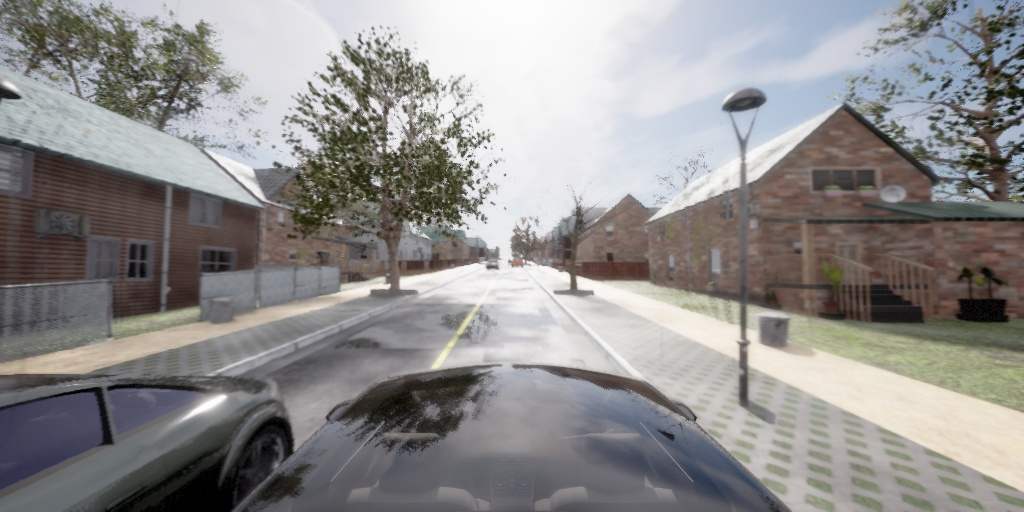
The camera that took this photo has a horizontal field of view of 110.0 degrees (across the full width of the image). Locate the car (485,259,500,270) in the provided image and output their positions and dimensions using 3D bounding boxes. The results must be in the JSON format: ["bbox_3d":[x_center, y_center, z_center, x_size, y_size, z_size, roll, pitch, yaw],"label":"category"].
[{"bbox_3d":[-2.794,1.267,52.784,1.837,1.490,4.892,0,0,0],"label":"car"}]

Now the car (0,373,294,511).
[{"bbox_3d":[-2.849,1.312,1.340,1.994,1.385,4.181,0,0,0],"label":"car"}]

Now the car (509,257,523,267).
[{"bbox_3d":[0.939,1.062,64.941,2.097,1.767,4.553,-3,-1,0],"label":"car"}]
